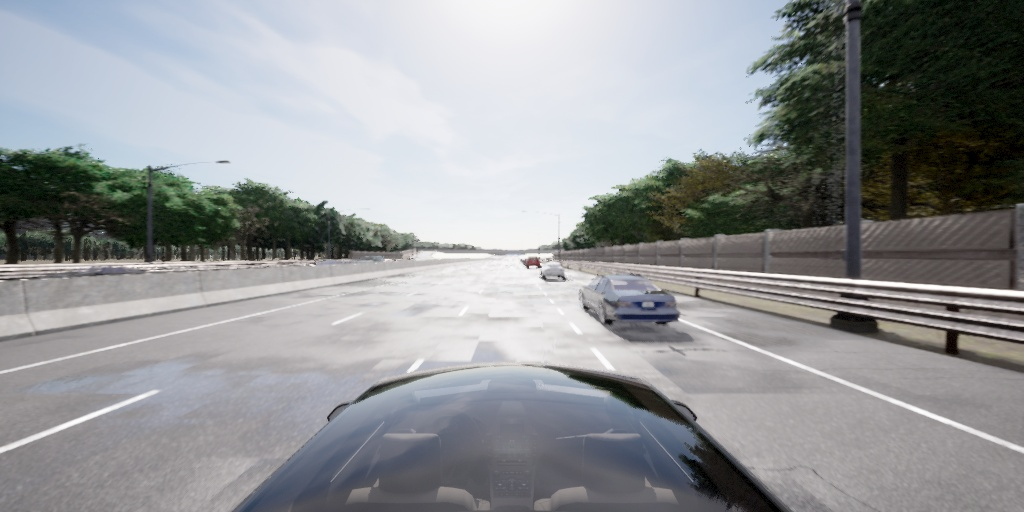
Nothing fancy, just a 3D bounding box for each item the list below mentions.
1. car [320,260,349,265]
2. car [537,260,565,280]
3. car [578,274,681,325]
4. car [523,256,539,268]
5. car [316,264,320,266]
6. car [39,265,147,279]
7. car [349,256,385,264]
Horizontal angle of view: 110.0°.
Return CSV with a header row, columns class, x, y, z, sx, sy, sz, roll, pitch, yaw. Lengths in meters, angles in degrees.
class,x,y,z,sx,sy,sz,roll,pitch,yaw
car,-21.034,1.335,43.874,1.994,1.385,4.181,0,0,0
car,3.510,1.291,31.502,1.812,1.442,4.674,0,0,0
car,3.503,1.296,11.729,2.033,1.411,5.357,0,0,0
car,3.521,1.020,61.238,2.150,2.045,5.566,0,0,0
car,-24.521,1.300,48.079,1.812,1.442,4.674,0,0,1
car,-28.068,1.305,24.419,2.033,1.411,5.357,0,0,0
car,-17.535,0.991,44.327,2.150,2.045,5.566,0,0,1
